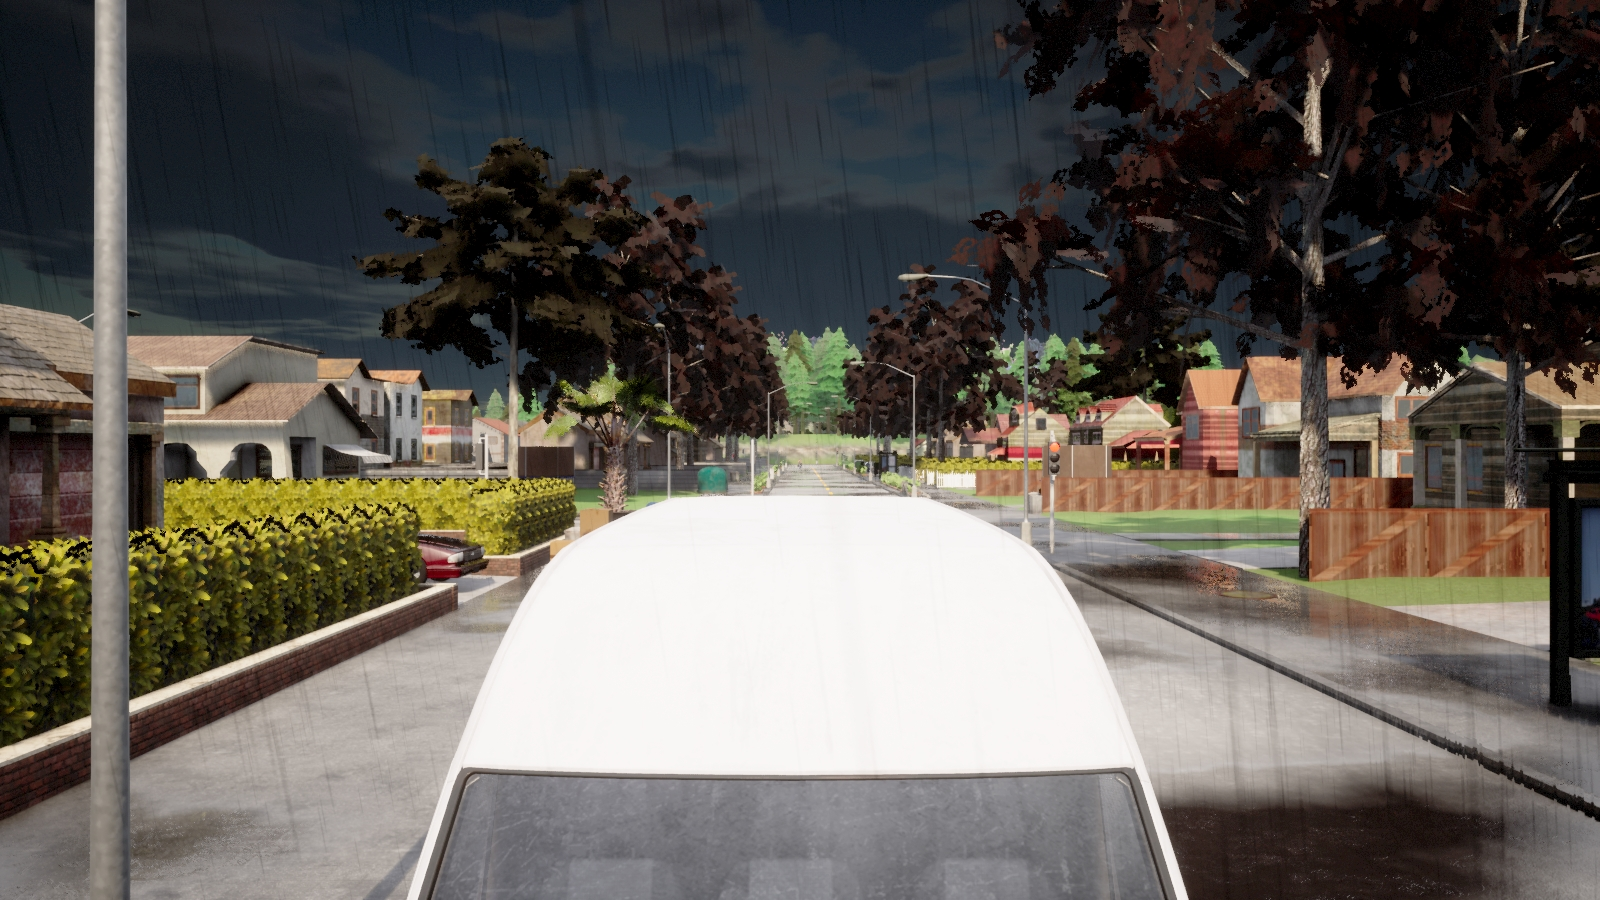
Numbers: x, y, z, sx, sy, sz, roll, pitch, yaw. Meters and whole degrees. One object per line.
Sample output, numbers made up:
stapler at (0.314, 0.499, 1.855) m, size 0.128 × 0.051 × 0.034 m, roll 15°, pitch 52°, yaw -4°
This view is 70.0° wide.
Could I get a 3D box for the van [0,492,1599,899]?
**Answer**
van at (0.002, 1.537, 4.030) m, size 1.988 × 2.561 × 5.915 m, roll 0°, pitch 0°, yaw 0°
